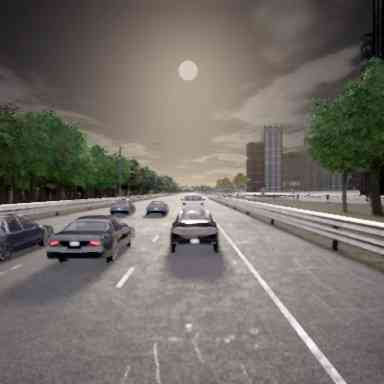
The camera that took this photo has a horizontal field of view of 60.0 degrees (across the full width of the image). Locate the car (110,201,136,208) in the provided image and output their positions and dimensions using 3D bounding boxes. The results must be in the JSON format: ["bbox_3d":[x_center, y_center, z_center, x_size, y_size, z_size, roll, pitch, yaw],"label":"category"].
[{"bbox_3d":[-6.902,1.558,33.528,1.994,1.385,4.181,0,0,0],"label":"car"}]

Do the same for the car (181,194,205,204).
[{"bbox_3d":[0.097,1.216,31.836,2.150,2.045,5.566,0,0,0],"label":"car"}]

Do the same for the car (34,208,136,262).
[{"bbox_3d":[-3.401,1.545,12.137,2.033,1.411,5.357,0,0,0],"label":"car"}]

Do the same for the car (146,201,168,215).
[{"bbox_3d":[-3.403,1.558,33.433,1.994,1.385,4.181,0,0,0],"label":"car"}]

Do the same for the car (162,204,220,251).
[{"bbox_3d":[0.097,1.489,13.994,2.128,1.511,4.902,0,0,0],"label":"car"}]

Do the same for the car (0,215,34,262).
[{"bbox_3d":[-6.901,1.545,12.080,2.033,1.411,5.357,0,0,0],"label":"car"}]
